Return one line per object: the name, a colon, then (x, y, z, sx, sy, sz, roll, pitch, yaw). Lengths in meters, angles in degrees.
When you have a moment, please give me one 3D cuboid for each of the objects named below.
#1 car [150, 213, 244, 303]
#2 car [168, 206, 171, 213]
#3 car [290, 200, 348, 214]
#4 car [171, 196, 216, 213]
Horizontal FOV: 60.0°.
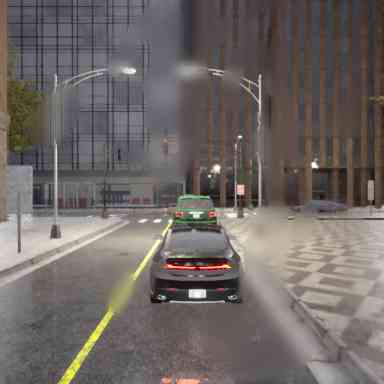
car: (0.086, 1.503, 8.159, 1.837, 1.490, 4.892, 0, 0, 0)
car: (-0.086, 1.556, 30.337, 4.181, 1.385, 1.994, 0, 0, 0)
car: (12.748, 1.486, 33.526, 5.357, 1.411, 2.033, 0, 0, 0)
car: (0.048, 1.218, 18.151, 2.150, 2.045, 5.566, 0, 0, -3)
